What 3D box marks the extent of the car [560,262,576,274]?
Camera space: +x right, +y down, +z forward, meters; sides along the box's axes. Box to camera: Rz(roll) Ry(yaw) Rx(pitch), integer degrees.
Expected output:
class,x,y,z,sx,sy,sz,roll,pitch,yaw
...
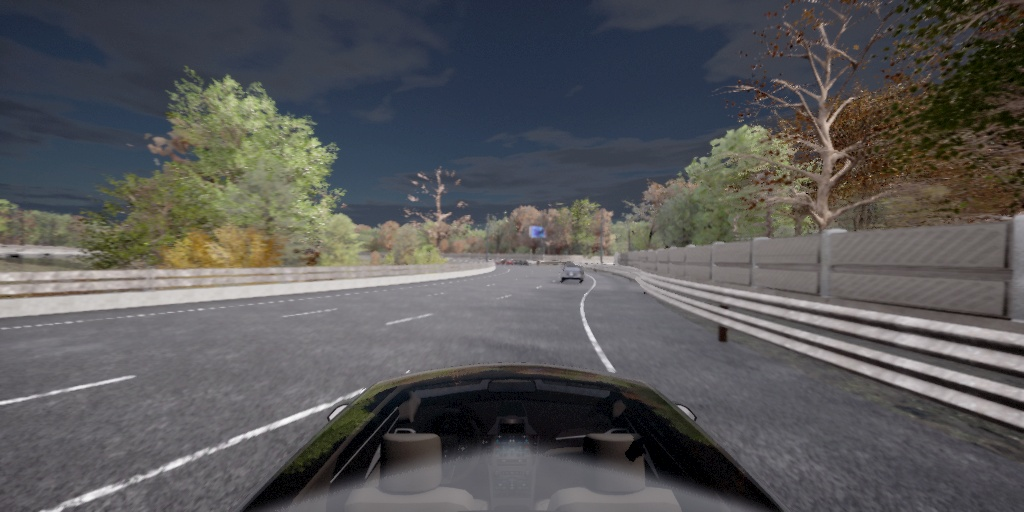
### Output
class,x,y,z,sx,sy,sz,roll,pitch,yaw
car,8.156,1.726,52.167,1.837,1.490,4.892,2,-1,4

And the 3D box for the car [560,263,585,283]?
class,x,y,z,sx,sy,sz,roll,pitch,yaw
car,5.349,1.559,31.478,2.033,1.411,5.357,1,0,13
